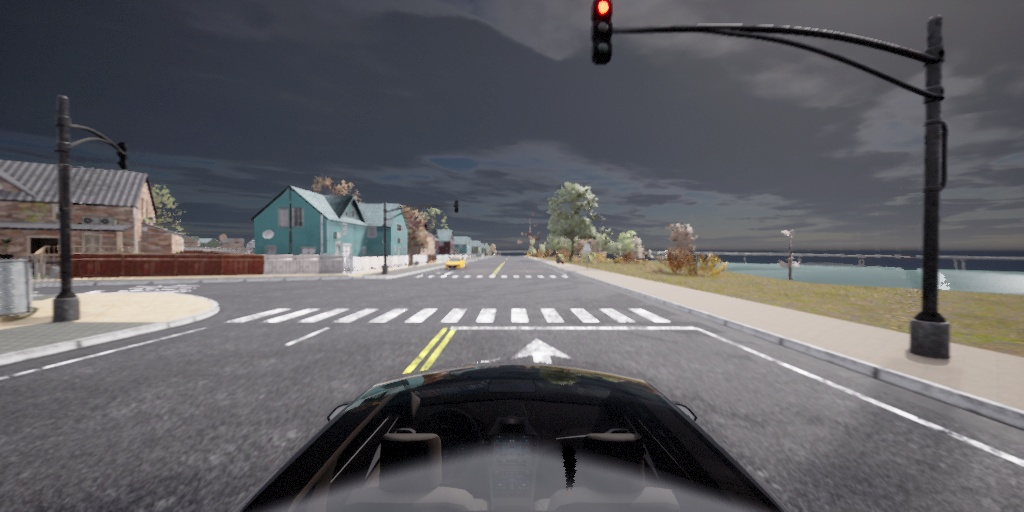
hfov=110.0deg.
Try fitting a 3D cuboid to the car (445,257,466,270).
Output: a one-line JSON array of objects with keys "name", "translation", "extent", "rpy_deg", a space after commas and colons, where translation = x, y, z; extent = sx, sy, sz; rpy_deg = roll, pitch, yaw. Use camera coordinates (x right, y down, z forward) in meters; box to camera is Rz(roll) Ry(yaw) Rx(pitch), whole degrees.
[{"name": "car", "translation": [-6.516, 0.833, 41.641], "extent": [1.882, 1.535, 5.008], "rpy_deg": [0, 2, 0]}]
